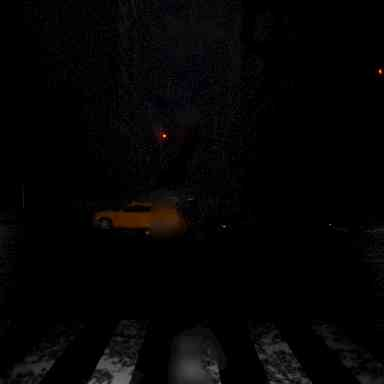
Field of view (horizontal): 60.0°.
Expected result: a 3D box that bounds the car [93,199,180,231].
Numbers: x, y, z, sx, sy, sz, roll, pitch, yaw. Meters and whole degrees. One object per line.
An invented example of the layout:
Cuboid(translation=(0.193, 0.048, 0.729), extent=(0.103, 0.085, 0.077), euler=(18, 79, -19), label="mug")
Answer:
Cuboid(translation=(-3.238, 1.389, 19.586), extent=(5.008, 1.535, 1.882), euler=(1, 1, 0), label="car")

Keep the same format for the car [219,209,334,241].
Cuboid(translation=(4.037, 1.564, 16.370), extent=(5.357, 1.411, 2.033), euler=(1, 1, 0), label="car")

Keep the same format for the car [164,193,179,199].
Cuboid(translation=(-3.286, 1.212, 54.814), extent=(2.150, 2.045, 5.566), euler=(0, 0, 0), label="car")

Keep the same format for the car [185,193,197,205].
Cuboid(translation=(-0.111, 1.478, 58.905), extent=(2.128, 1.511, 4.902), euler=(0, 0, 0), label="car")

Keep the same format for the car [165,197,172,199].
Cuboid(translation=(-3.221, 1.519, 31.650), extent=(1.812, 1.442, 4.674), euler=(0, 0, -1), label="car")

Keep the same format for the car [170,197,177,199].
Cuboid(translation=(-3.262, 1.592, 41.610), extent=(1.895, 1.301, 4.718), euler=(0, 0, 0), label="car")
